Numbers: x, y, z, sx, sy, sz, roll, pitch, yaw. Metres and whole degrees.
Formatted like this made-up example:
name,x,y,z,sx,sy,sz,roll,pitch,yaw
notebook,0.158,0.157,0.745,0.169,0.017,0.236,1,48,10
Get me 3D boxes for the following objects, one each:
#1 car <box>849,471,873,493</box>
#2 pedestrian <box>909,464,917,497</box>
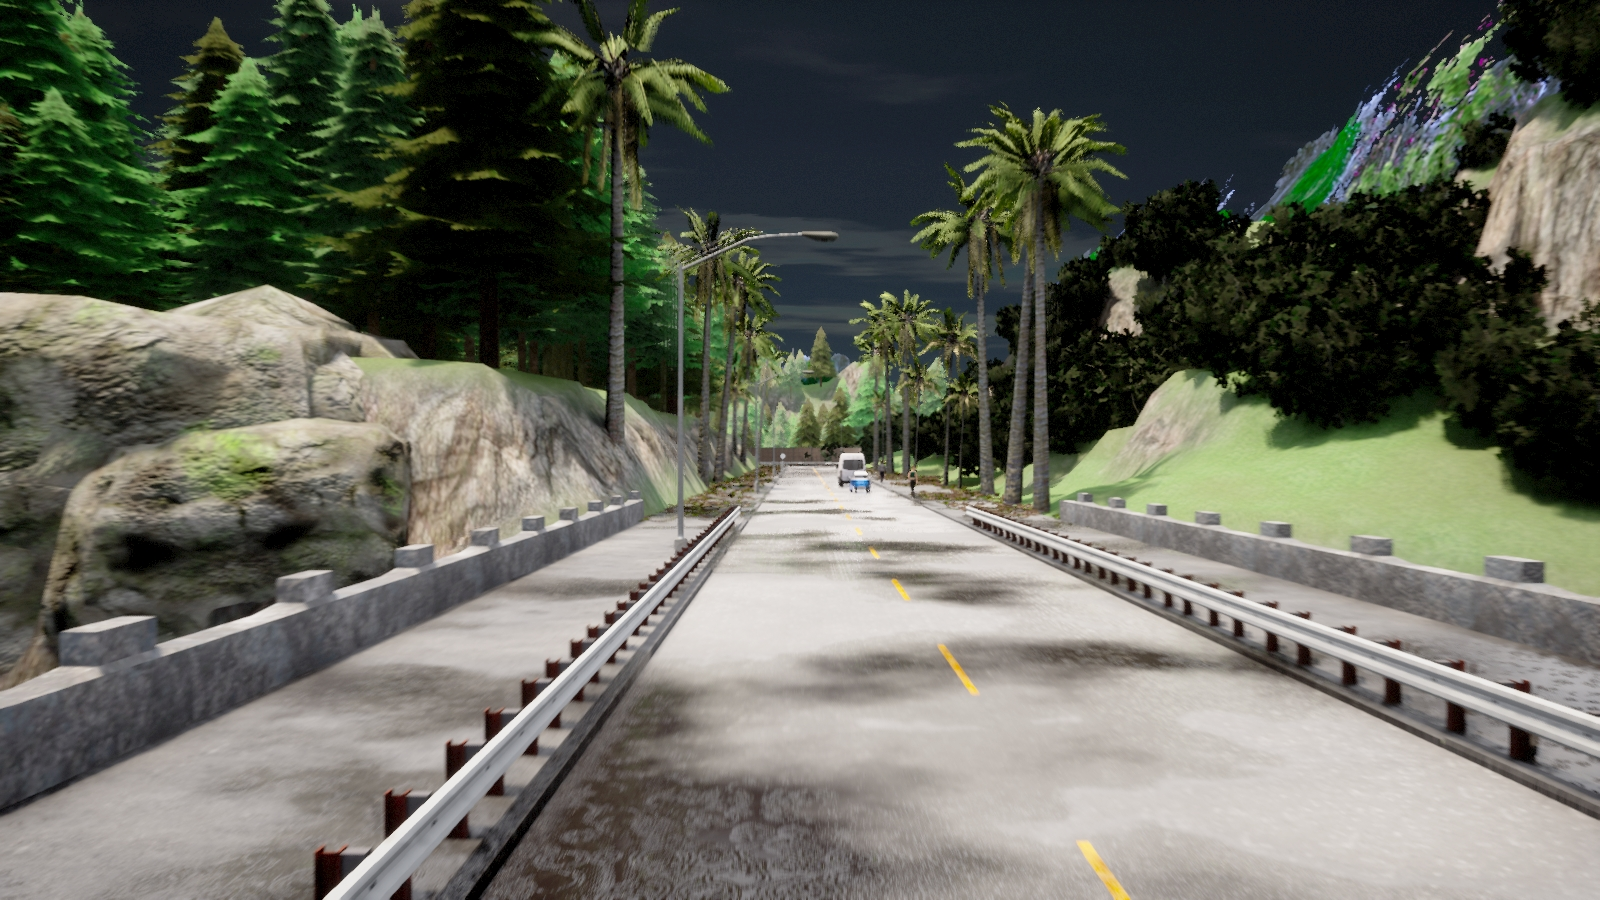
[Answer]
name,x,y,z,sx,sy,sz,roll,pitch,yaw
car,4.005,2.119,75.387,1.481,1.376,2.207,0,1,0
pedestrian,6.413,1.742,64.754,0.375,1.860,0.375,0,0,-2
